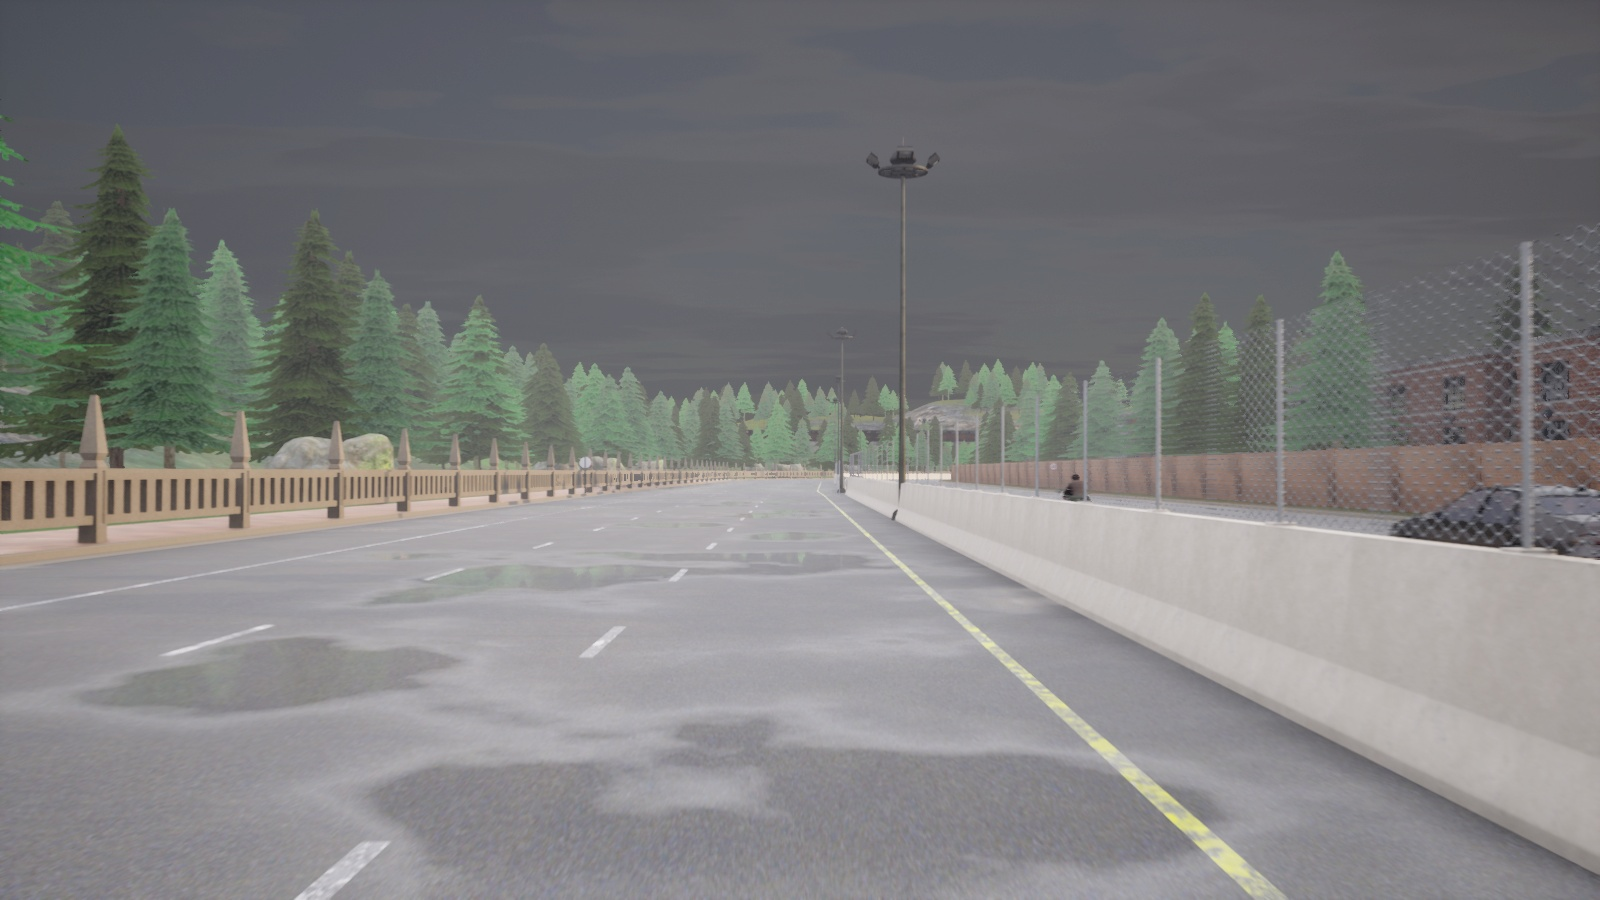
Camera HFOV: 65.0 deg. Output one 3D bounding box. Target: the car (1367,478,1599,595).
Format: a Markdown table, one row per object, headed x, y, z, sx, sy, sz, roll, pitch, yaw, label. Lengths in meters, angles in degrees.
| x | y | z | sx | sy | sz | roll | pitch | yaw | label |
| --- | --- | --- | --- | --- | --- | --- | --- | --- | --- |
| 10.453 | 1.125 | 18.212 | 2.033 | 1.411 | 5.357 | 0 | -1 | 0 | car |
